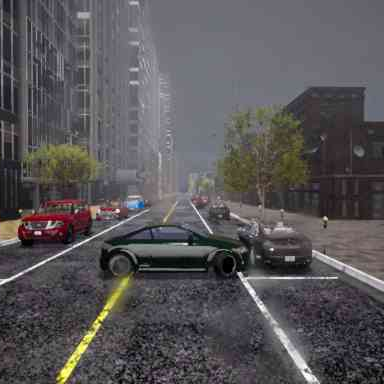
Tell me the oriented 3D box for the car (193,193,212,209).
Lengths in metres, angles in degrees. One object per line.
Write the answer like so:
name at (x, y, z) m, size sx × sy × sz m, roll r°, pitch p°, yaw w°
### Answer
car at (1.599, 1.301, 44.275) m, size 2.192 × 1.841 × 5.009 m, roll -1°, pitch 0°, yaw -1°

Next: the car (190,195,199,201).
car at (0.631, 1.537, 83.005) m, size 1.947 × 1.339 × 4.313 m, roll -1°, pitch 0°, yaw -1°

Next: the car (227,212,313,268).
car at (2.565, 1.548, 11.082) m, size 2.008 × 1.369 × 4.403 m, roll -1°, pitch 0°, yaw -1°

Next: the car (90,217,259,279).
car at (-0.454, 1.556, 9.479) m, size 4.181 × 1.385 × 1.994 m, roll 0°, pitch 0°, yaw -1°

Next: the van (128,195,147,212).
van at (-6.640, 1.329, 38.542) m, size 1.690 × 1.788 × 3.998 m, roll -1°, pitch 0°, yaw -1°

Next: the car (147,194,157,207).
car at (-6.918, 1.298, 49.608) m, size 2.192 × 1.841 × 5.009 m, roll -1°, pitch 0°, yaw -1°

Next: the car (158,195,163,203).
car at (-7.331, 1.522, 66.207) m, size 1.887 × 1.381 × 4.507 m, roll -1°, pitch 0°, yaw -1°

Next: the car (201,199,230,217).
car at (2.049, 1.543, 26.942) m, size 2.008 × 1.369 × 4.403 m, roll -1°, pitch 0°, yaw -1°

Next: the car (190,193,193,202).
car at (0.905, 1.290, 71.939) m, size 2.192 × 1.841 × 5.009 m, roll -1°, pitch 0°, yaw -1°

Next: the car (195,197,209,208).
car at (1.459, 1.509, 49.978) m, size 1.752 × 1.417 × 4.829 m, roll -1°, pitch 0°, yaw -1°

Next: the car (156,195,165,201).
car at (-7.744, 1.496, 82.636) m, size 1.752 × 1.417 × 4.829 m, roll -1°, pitch 0°, yaw -1°

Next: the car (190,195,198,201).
car at (0.492, 1.551, 88.537) m, size 1.802 × 1.307 × 4.206 m, roll -1°, pitch 0°, yaw -1°

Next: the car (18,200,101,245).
car at (-6.169, 1.310, 15.680) m, size 2.192 × 1.841 × 5.009 m, roll -1°, pitch 0°, yaw -1°

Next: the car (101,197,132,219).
car at (-6.354, 1.432, 26.748) m, size 1.967 × 1.590 × 4.097 m, roll -1°, pitch 0°, yaw -1°
